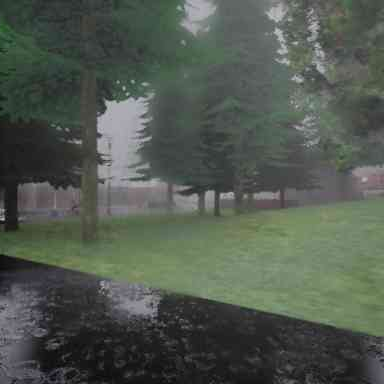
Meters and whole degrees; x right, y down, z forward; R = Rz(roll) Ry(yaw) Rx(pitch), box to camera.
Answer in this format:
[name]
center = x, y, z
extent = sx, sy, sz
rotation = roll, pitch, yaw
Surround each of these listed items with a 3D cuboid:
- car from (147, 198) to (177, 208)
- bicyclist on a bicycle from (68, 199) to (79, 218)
[car]
center = -4.572, 1.674, 51.839
extent = 2.033, 1.411, 5.357
rotation = 0, 0, 36
[bicyclist on a bicycle]
center = -10.435, 1.445, 29.268
extent = 1.656, 1.620, 0.582
rotation = -1, 0, 35
